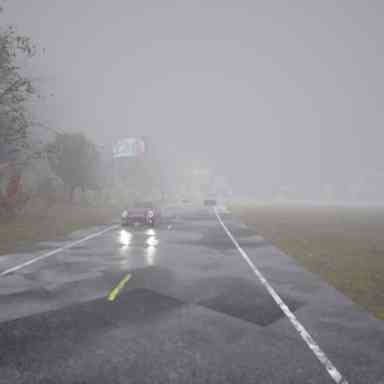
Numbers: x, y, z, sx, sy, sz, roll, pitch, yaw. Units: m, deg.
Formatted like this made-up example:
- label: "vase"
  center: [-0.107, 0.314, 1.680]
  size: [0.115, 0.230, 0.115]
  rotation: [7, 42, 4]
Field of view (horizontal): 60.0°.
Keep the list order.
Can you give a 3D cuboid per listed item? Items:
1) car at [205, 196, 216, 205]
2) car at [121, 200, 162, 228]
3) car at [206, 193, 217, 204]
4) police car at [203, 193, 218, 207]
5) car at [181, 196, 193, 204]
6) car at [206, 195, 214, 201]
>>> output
- label: "car"
  center: [3.464, 1.471, 60.853]
  size: [1.882, 1.535, 5.008]
  rotation: [0, 0, 4]
- label: "car"
  center: [-3.240, 1.329, 22.066]
  size: [2.097, 1.767, 4.553]
  rotation: [0, 0, 2]
- label: "car"
  center: [3.956, 1.244, 66.845]
  size: [2.150, 2.045, 5.566]
  rotation: [0, 0, 5]
- label: "police car"
  center: [2.757, 1.390, 51.022]
  size: [1.930, 1.638, 5.238]
  rotation: [0, 0, 4]
- label: "car"
  center: [-0.915, 1.550, 63.312]
  size: [2.033, 1.411, 5.357]
  rotation: [0, 0, 5]
- label: "car"
  center: [4.705, 1.520, 85.736]
  size: [1.812, 1.442, 4.674]
  rotation: [0, 0, 6]
